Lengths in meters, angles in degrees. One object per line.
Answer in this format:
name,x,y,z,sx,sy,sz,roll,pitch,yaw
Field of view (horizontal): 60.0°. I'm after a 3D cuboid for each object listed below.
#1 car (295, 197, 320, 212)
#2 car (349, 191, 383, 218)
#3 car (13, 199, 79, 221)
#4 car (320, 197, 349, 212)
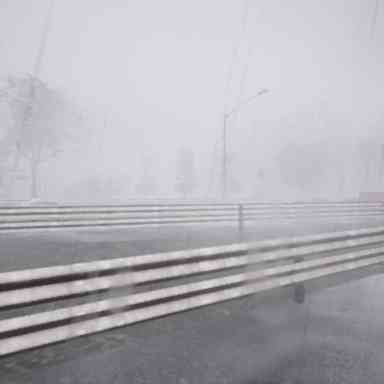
car,12.613,1.220,33.185,5.008,1.535,1.882,0,0,-23
car,15.884,0.960,26.983,5.566,2.045,2.150,0,0,-23
car,-9.950,1.210,23.265,4.674,1.442,1.812,0,0,-25
car,14.237,1.267,30.063,4.674,1.442,1.812,0,0,-23
